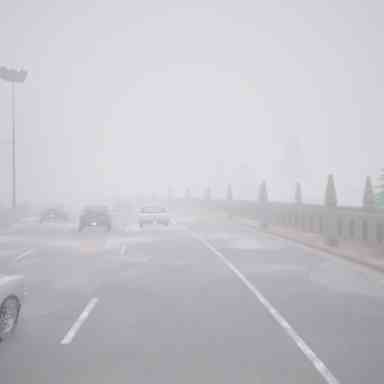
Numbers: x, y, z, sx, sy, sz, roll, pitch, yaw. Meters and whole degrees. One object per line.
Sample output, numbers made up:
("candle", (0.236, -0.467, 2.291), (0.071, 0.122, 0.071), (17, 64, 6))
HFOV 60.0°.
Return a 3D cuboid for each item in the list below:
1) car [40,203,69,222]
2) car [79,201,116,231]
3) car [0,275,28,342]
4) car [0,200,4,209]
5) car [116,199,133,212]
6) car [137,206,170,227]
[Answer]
("car", (-11.180, 1.610, 27.191), (1.812, 1.442, 4.674), (0, 0, -16))
("car", (-5.999, 1.548, 21.124), (1.837, 1.490, 4.892), (0, 0, -12))
("car", (-3.630, 1.617, 3.523), (1.895, 1.301, 4.718), (0, 0, -3))
("car", (-23.974, 1.563, 40.074), (2.097, 1.767, 4.553), (0, 0, -27))
("car", (-8.394, 1.596, 40.031), (1.837, 1.490, 4.892), (0, 0, -23))
("car", (-2.822, 1.629, 23.091), (1.895, 1.301, 4.718), (0, 0, -13))
